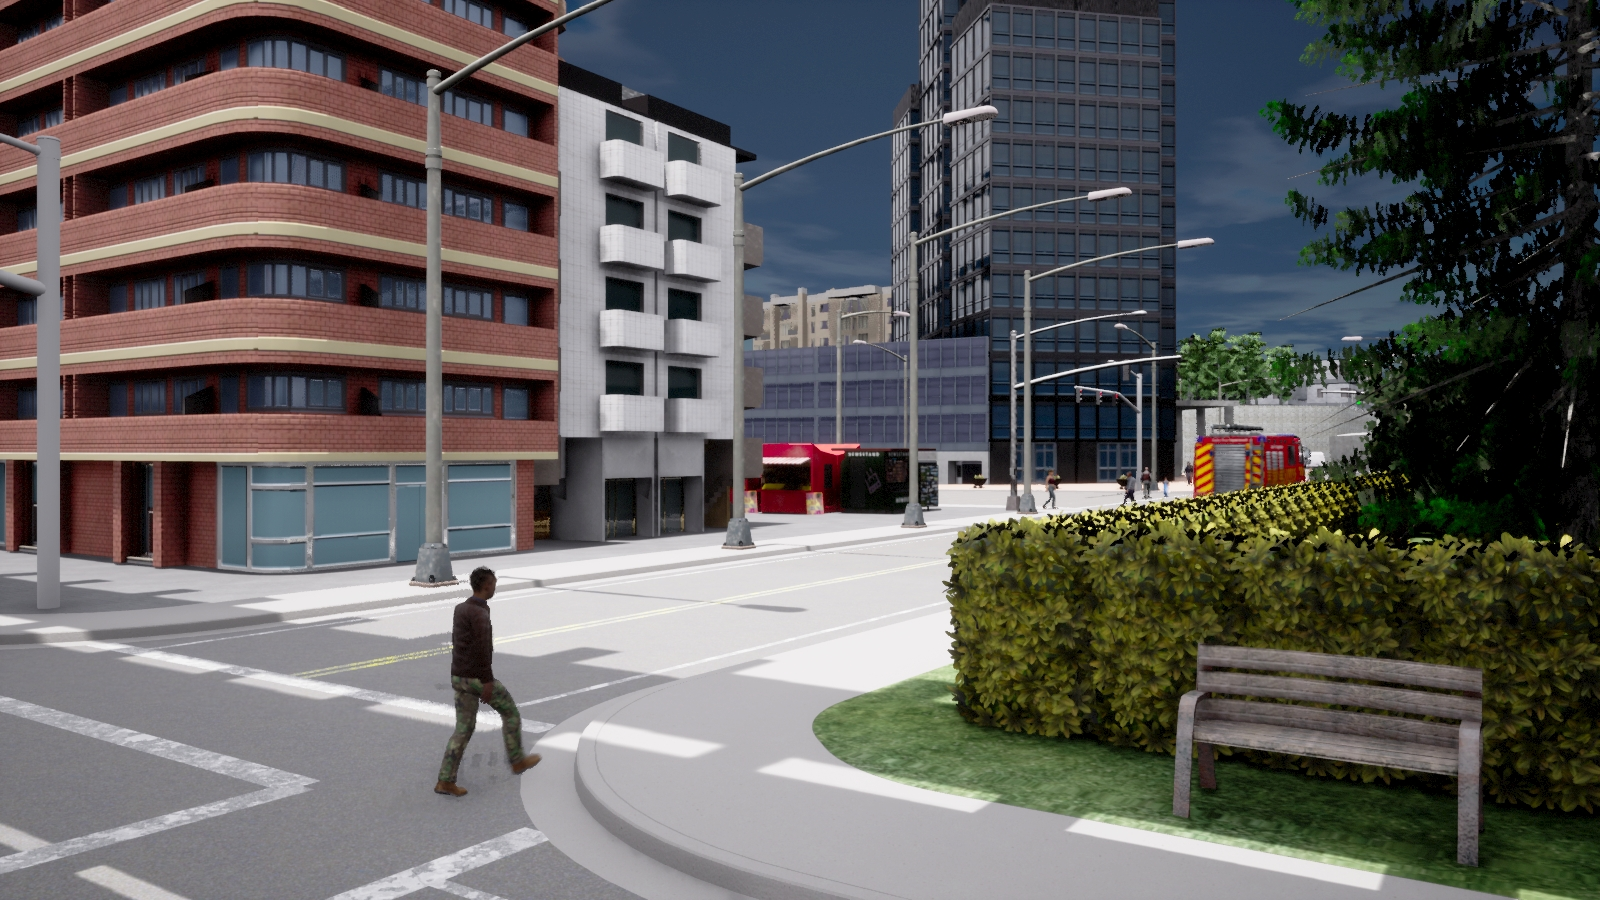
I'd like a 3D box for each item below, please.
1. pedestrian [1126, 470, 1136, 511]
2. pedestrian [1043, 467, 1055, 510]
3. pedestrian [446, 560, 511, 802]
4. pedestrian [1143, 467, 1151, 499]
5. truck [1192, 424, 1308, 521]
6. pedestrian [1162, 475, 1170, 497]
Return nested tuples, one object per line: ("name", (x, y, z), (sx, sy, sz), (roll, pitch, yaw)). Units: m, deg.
("pedestrian", (15.153, 1.870, 52.309), (0.375, 1.860, 0.375), (0, 0, 28))
("pedestrian", (11.067, 1.700, 50.732), (0.375, 1.860, 0.375), (0, 0, -41))
("pedestrian", (-2.610, 1.848, 9.274), (0.375, 1.860, 0.375), (0, 0, 45))
("pedestrian", (20.081, 1.891, 66.171), (0.375, 1.860, 0.375), (0, 0, 33))
("truck", (19.458, 0.896, 49.060), (2.891, 3.827, 8.468), (0, 0, 34))
("pedestrian", (21.823, 2.167, 68.155), (0.375, 1.300, 0.375), (0, 0, 26))
